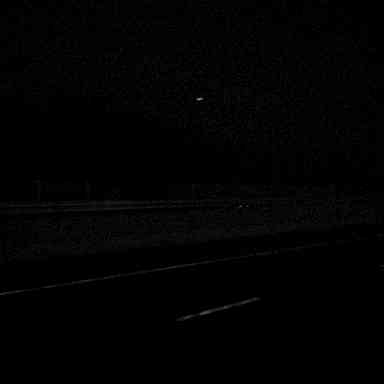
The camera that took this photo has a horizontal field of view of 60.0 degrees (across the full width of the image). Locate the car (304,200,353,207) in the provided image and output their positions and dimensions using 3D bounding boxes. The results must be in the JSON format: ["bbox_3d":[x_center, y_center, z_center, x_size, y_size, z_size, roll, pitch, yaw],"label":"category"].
[{"bbox_3d":[12.812,1.482,30.291,5.008,1.535,1.882,0,0,-35],"label":"car"}]

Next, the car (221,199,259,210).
[{"bbox_3d":[5.354,1.497,36.976,4.902,1.511,2.128,0,0,-38],"label":"car"}]

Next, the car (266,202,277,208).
[{"bbox_3d":[10.178,1.568,37.004,4.181,1.385,1.994,0,0,-35],"label":"car"}]

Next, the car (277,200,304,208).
[{"bbox_3d":[10.865,1.569,33.200,4.181,1.385,1.994,0,0,-35],"label":"car"}]
